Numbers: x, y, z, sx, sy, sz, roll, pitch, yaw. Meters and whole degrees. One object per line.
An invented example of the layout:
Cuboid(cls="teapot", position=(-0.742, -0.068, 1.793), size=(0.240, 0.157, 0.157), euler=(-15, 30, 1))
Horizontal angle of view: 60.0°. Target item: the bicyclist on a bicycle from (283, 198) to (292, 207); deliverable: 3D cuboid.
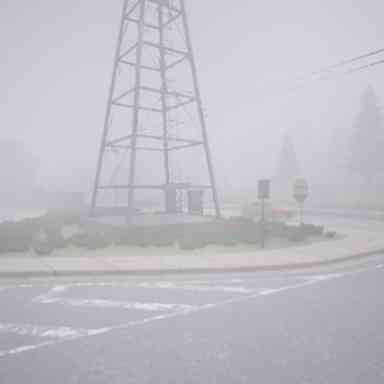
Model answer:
Cuboid(cls="bicyclist on a bicycle", position=(9.893, 1.380, 34.503), size=(1.656, 1.620, 0.582), euler=(-7, 4, -34))

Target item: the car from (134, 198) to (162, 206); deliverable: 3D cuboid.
Cuboid(cls="car", position=(-6.466, 1.543, 48.297), size=(4.181, 1.385, 1.994), euler=(0, 0, 16))

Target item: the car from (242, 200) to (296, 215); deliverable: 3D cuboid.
Cuboid(cls="car", position=(6.206, 1.459, 27.440), size=(1.882, 1.535, 5.008), euler=(0, 0, -34))
